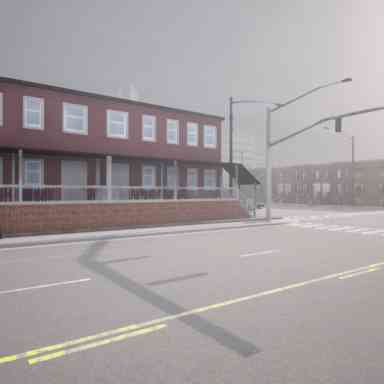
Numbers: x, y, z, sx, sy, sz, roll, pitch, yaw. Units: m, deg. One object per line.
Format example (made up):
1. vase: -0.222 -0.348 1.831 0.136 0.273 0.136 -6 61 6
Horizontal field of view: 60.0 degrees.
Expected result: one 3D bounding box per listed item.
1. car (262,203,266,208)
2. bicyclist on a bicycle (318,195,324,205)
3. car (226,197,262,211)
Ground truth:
1. car: 6.948 1.503 42.761 2.033 1.411 5.357 0 0 -35
2. bicyclist on a bicycle: 20.340 1.277 52.365 1.656 1.620 0.582 0 0 -36
3. car: 5.494 1.310 38.771 2.097 1.767 4.553 0 0 -36
